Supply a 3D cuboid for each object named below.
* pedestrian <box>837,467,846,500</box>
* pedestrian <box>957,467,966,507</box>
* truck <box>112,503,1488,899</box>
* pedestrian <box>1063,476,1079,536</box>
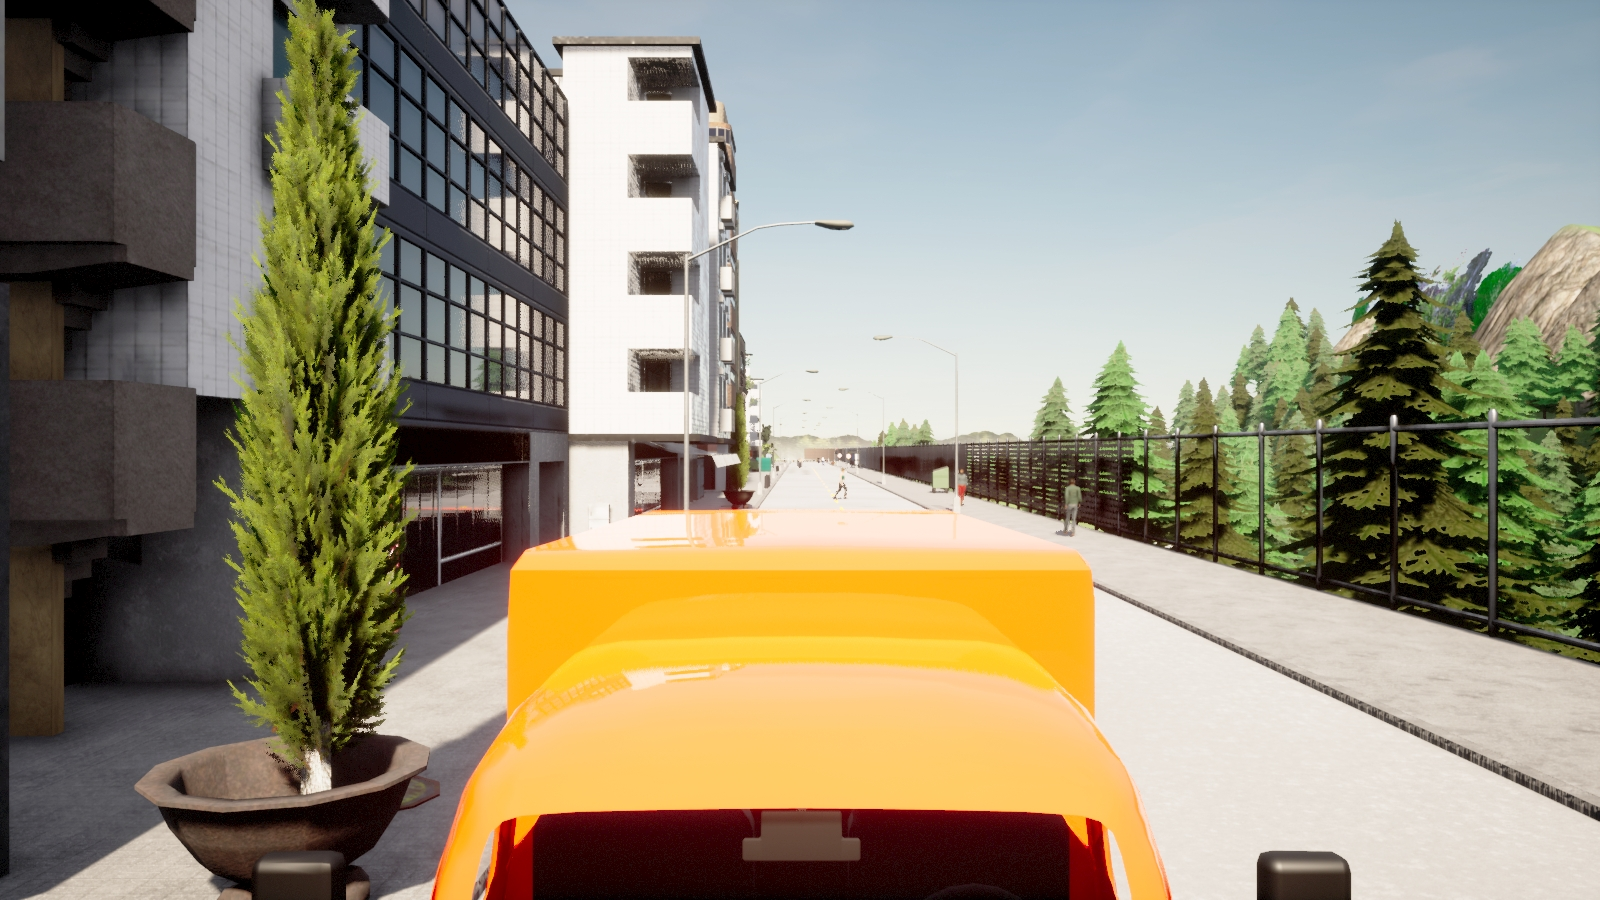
[{"bbox_3d":[2.316,1.873,64.073,0.375,1.860,0.375,0,0,26],"label":"pedestrian"},{"bbox_3d":[7.676,1.766,54.399,0.375,1.860,0.375,0,0,0],"label":"pedestrian"},{"bbox_3d":[0.000,1.571,4.781,2.627,2.467,5.204,0,0,0],"label":"truck"},{"bbox_3d":[8.479,1.759,35.737,0.375,1.860,0.375,0,0,-3],"label":"pedestrian"}]
